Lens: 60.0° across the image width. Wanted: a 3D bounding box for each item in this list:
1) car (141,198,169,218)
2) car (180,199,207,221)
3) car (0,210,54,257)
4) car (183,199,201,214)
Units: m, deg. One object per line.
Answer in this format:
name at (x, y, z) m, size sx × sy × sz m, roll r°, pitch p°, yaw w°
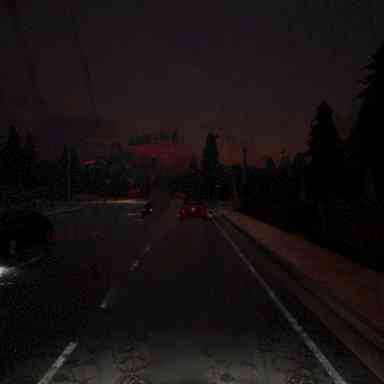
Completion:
car at (-3.399, 1.528, 30.223) m, size 2.033 × 1.411 × 5.357 m, roll 0°, pitch 0°, yaw 0°
car at (0.101, 1.334, 27.411) m, size 2.097 × 1.767 × 4.553 m, roll 0°, pitch 0°, yaw 0°
car at (-7.077, 1.497, 12.973) m, size 1.837 × 1.490 × 4.892 m, roll 0°, pitch 0°, yaw 0°
car at (0.068, 1.502, 36.223) m, size 1.812 × 1.442 × 4.674 m, roll 0°, pitch 0°, yaw 2°
